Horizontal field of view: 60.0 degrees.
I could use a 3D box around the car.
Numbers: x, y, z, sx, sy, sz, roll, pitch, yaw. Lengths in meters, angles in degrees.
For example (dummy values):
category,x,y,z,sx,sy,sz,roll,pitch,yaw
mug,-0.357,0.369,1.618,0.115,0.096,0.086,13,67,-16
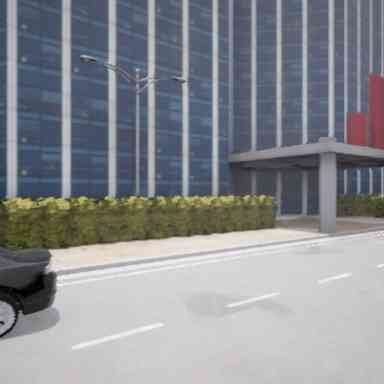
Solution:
category,x,y,z,sx,sy,sz,roll,pitch,yaw
car,-4.693,1.480,4.934,5.008,1.535,1.882,-1,0,-36
